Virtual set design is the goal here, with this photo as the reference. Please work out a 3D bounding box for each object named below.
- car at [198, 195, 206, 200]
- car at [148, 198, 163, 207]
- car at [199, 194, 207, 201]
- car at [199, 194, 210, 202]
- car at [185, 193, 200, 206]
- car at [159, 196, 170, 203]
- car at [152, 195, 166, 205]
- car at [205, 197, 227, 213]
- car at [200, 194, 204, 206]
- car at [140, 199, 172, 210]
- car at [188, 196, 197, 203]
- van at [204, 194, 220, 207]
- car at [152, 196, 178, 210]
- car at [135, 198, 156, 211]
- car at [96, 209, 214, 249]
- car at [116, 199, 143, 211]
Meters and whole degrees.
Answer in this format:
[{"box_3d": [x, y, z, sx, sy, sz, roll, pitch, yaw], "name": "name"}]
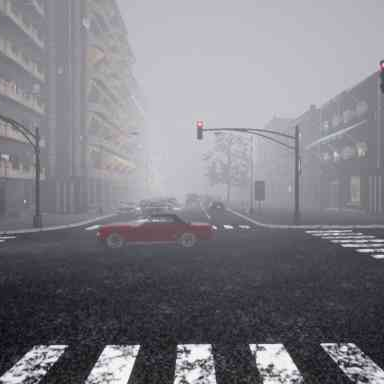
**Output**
[{"box_3d": [2.705, 1.496, 91.018, 1.887, 1.381, 4.507, 0, 0, 0], "name": "car"}, {"box_3d": [-5.683, 1.562, 52.293, 1.802, 1.307, 4.206, 0, 0, 0], "name": "car"}, {"box_3d": [2.703, 1.396, 85.484, 1.967, 1.590, 4.097, 0, 0, 0], "name": "car"}, {"box_3d": [2.700, 1.280, 74.418, 2.192, 1.841, 5.009, 0, 0, 0], "name": "car"}, {"box_3d": [0.110, 1.200, 53.616, 2.150, 2.045, 5.566, 0, 0, 0], "name": "car"}, {"box_3d": [-5.680, 1.552, 68.893, 1.802, 1.307, 4.206, 0, 0, 0], "name": "car"}, {"box_3d": [-5.683, 1.417, 57.826, 1.967, 1.590, 4.097, 0, 0, 0], "name": "car"}, {"box_3d": [2.695, 1.555, 35.683, 1.947, 1.339, 4.313, 0, 0, 0], "name": "car"}, {"box_3d": [2.697, 1.420, 52.284, 1.967, 1.590, 4.097, 0, 0, 0], "name": "car"}, {"box_3d": [-3.103, 1.556, 29.319, 1.994, 1.385, 4.181, 0, 0, -1], "name": "car"}, {"box_3d": [0.113, 1.570, 69.771, 1.895, 1.301, 4.718, 0, 0, 0], "name": "car"}, {"box_3d": [2.694, 1.327, 41.216, 1.690, 1.788, 3.998, 0, 0, 0], "name": "van"}, {"box_3d": [-3.092, 1.535, 38.666, 2.033, 1.411, 5.357, 0, 0, 0], "name": "car"}, {"box_3d": [-5.685, 1.531, 41.225, 1.887, 1.381, 4.507, 0, 0, 0], "name": "car"}, {"box_3d": [-1.533, 1.585, 14.002, 4.718, 1.301, 1.895, -1, 1, -1], "name": "car"}, {"box_3d": [-5.688, 1.543, 30.158, 2.008, 1.369, 4.403, 0, 0, 0], "name": "car"}]
